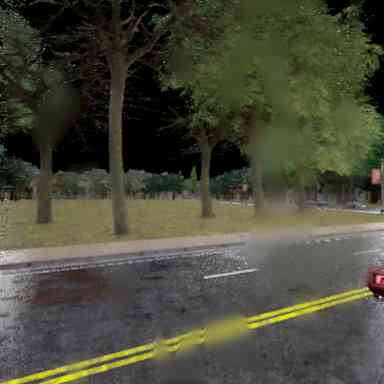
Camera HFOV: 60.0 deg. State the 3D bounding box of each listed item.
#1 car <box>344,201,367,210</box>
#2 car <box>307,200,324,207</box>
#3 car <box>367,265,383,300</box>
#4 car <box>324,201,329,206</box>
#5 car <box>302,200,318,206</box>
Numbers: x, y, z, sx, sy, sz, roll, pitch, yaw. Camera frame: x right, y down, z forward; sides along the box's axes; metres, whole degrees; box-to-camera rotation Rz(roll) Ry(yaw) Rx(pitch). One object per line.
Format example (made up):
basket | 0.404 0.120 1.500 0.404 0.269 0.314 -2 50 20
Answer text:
car | 30.337 2.506 61.902 2.128 1.511 4.902 0 -1 -10
car | 27.788 2.781 76.980 1.895 1.301 4.718 0 -1 -10
car | 5.861 1.737 7.051 4.718 1.301 1.895 1 -1 -33
car | 33.033 2.852 84.950 1.994 1.385 4.181 0 -1 -10
car | 29.828 2.839 84.410 1.994 1.385 4.181 0 -1 -10
